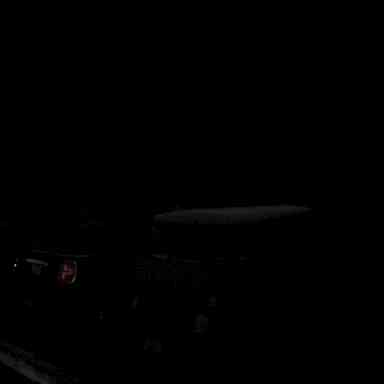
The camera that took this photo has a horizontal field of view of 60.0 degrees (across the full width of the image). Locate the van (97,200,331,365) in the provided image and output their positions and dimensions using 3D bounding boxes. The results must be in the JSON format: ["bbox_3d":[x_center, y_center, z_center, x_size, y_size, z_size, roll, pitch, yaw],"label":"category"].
[{"bbox_3d":[0.815,1.243,5.722,1.878,1.987,4.442,0,0,35],"label":"van"}]

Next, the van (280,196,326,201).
[{"bbox_3d":[6.212,1.246,18.222,1.878,1.987,4.442,0,0,35],"label":"van"}]

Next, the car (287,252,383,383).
[{"bbox_3d":[3.163,1.467,4.185,2.231,1.521,4.892,0,0,35],"label":"car"}]

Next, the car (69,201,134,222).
[{"bbox_3d":[-7.454,1.551,27.828,2.097,1.535,5.008,-1,0,36],"label":"car"}]

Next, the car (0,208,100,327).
[{"bbox_3d":[-1.420,1.346,7.418,2.185,1.767,4.553,0,0,35],"label":"car"}]

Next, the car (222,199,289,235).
[{"bbox_3d":[3.862,1.353,19.716,2.185,1.767,4.553,0,0,35],"label":"car"}]

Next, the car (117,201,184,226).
[{"bbox_3d":[-2.917,1.511,24.600,2.097,1.535,5.008,-1,0,36],"label":"car"}]

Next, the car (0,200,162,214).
[{"bbox_3d":[-3.666,1.227,9.093,2.435,2.045,5.566,0,0,36],"label":"car"}]
